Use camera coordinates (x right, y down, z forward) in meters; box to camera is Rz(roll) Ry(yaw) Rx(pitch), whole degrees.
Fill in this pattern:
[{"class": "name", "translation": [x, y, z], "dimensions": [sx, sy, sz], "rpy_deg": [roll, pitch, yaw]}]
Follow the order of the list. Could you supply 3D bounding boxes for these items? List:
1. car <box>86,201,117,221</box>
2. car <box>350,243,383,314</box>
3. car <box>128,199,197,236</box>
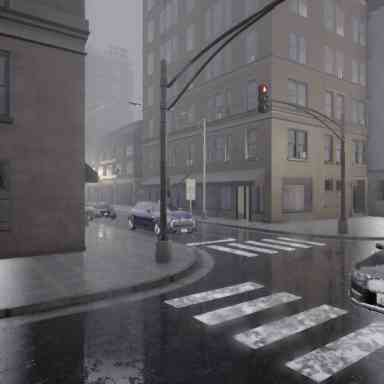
[{"class": "car", "translation": [-7.472, 1.428, 26.049], "dimensions": [1.994, 1.385, 4.181], "rpy_deg": [0, 0, -35]}, {"class": "car", "translation": [5.134, 1.479, 6.735], "dimensions": [4.902, 1.511, 2.128], "rpy_deg": [0, 0, -36]}, {"class": "car", "translation": [-1.675, 1.269, 17.944], "dimensions": [2.097, 1.767, 4.553], "rpy_deg": [0, 0, -36]}]
